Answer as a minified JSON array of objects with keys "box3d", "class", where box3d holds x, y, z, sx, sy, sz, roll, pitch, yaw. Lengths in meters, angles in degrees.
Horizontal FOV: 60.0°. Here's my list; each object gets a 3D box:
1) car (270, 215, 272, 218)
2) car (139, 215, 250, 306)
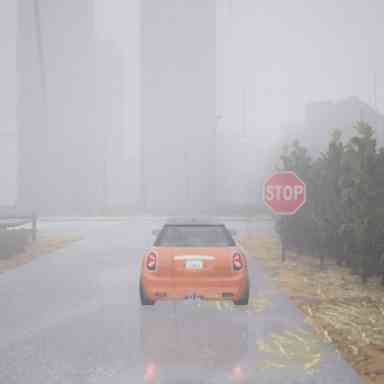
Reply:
[{"box3d":[7.798,1.572,22.673,4.718,1.301,1.895,0,0,0],"class":"car"},{"box3d":[0.057,1.344,8.175,2.097,1.767,4.553,0,0,0],"class":"car"}]
